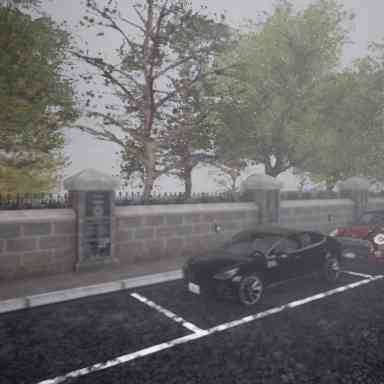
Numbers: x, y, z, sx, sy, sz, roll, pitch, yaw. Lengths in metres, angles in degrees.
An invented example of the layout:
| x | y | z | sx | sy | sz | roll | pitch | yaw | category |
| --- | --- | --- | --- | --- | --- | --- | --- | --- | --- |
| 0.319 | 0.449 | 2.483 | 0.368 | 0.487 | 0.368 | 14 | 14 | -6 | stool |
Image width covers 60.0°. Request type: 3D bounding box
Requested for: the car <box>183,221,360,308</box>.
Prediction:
| x | y | z | sx | sy | sz | roll | pitch | yaw | category |
| --- | --- | --- | --- | --- | --- | --- | --- | --- | --- |
| 1.819 | 1.513 | 7.850 | 4.313 | 1.339 | 1.947 | -1 | 1 | -35 | car |

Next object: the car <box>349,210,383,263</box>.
| x | y | z | sx | sy | sz | roll | pitch | yaw | category |
| --- | --- | --- | --- | --- | --- | --- | --- | --- | --- |
| 6.329 | 1.339 | 11.061 | 4.097 | 1.590 | 1.967 | -1 | 1 | -35 | car |
